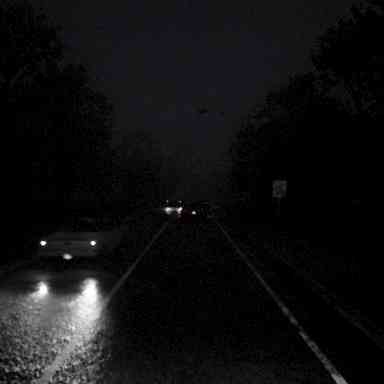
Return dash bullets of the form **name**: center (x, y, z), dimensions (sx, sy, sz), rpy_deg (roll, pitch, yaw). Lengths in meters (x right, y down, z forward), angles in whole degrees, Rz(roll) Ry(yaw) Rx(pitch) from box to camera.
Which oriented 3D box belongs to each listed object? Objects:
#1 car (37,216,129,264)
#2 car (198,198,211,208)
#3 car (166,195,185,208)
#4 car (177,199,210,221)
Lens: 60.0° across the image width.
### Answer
- **car**: center (-3.571, 1.553, 11.760), dimensions (1.895, 1.301, 4.718), rpy_deg (0, 0, 0)
- **car**: center (1.354, 1.414, 43.202), dimensions (1.994, 1.385, 4.181), rpy_deg (1, 0, 7)
- **car**: center (-2.094, 1.155, 45.134), dimensions (2.097, 1.767, 4.553), rpy_deg (1, 0, 8)
- **car**: center (0.172, 1.462, 25.792), dimensions (1.994, 1.385, 4.181), rpy_deg (0, 0, 1)
